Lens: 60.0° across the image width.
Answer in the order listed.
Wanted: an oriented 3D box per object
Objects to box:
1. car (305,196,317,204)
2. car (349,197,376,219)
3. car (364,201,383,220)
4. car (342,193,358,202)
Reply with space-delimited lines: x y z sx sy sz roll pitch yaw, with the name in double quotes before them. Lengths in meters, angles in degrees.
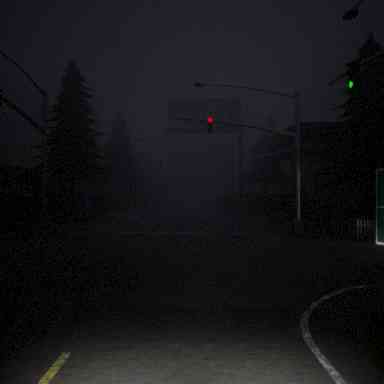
"car" 22.529 1.552 64.042 1.970 1.475 3.806 0 0 0
"car" 14.378 1.504 24.979 3.866 1.878 1.905 0 0 0
"car" 18.707 1.672 30.647 4.611 1.667 2.242 0 0 0
"car" 34.936 1.489 71.829 2.007 1.523 4.514 0 0 0
